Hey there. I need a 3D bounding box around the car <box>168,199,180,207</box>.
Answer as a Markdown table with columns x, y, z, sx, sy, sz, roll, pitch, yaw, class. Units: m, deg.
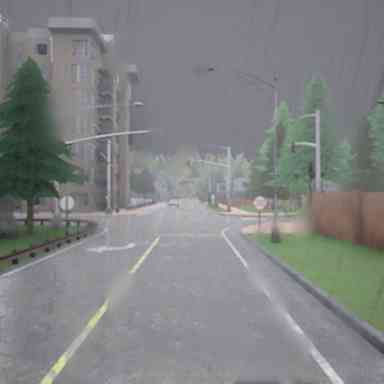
| x | y | z | sx | sy | sz | roll | pitch | yaw | class |
| --- | --- | --- | --- | --- | --- | --- | --- | --- | --- |
| -3.479 | 2.091 | 63.590 | 1.812 | 1.442 | 4.674 | 0 | 0 | 0 | car |
